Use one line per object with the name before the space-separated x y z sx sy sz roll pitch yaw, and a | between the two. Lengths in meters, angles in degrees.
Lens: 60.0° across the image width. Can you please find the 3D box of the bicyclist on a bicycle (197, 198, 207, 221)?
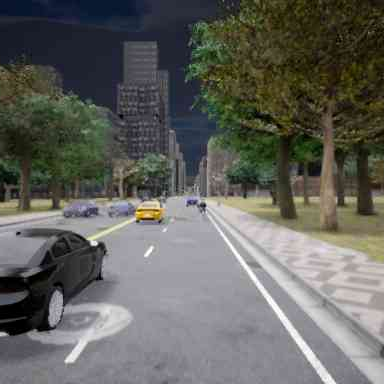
bicyclist on a bicycle | 0.897 1.406 26.698 0.659 1.776 1.843 0 0 0

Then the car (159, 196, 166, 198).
car | -6.490 1.641 72.586 1.882 1.535 5.008 0 0 0

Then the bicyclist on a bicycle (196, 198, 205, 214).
bicyclist on a bicycle | 0.899 1.492 36.037 0.866 1.612 1.509 0 0 0

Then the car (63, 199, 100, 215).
car | -9.841 1.394 29.810 2.097 1.767 4.553 0 0 0

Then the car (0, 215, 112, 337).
car | -3.149 1.481 6.855 1.882 1.535 5.008 0 0 0

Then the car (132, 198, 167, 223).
car | -3.146 1.512 26.002 1.882 1.535 5.008 0 0 0

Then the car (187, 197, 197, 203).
car | 0.010 1.750 74.273 1.994 1.385 4.181 0 0 0

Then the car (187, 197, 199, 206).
car | 0.098 1.600 56.706 1.882 1.535 5.008 0 0 0

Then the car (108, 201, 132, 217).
car | -6.591 1.571 31.476 1.812 1.442 4.674 0 0 0
